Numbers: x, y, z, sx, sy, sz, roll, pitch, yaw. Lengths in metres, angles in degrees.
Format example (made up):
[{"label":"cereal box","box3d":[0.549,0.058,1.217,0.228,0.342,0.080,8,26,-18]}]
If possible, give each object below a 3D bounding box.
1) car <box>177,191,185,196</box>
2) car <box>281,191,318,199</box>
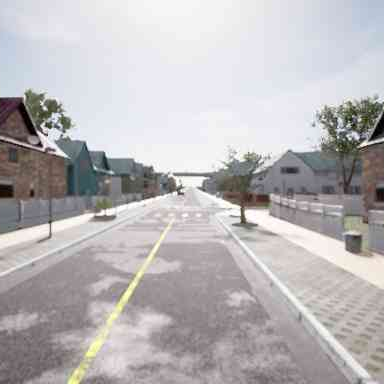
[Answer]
[{"label":"car","box3d":[-2.779,0.414,82.909,1.895,1.301,4.718,0,1,0]},{"label":"car","box3d":[11.536,0.957,33.700,5.566,2.045,2.150,0,0,-1]}]
